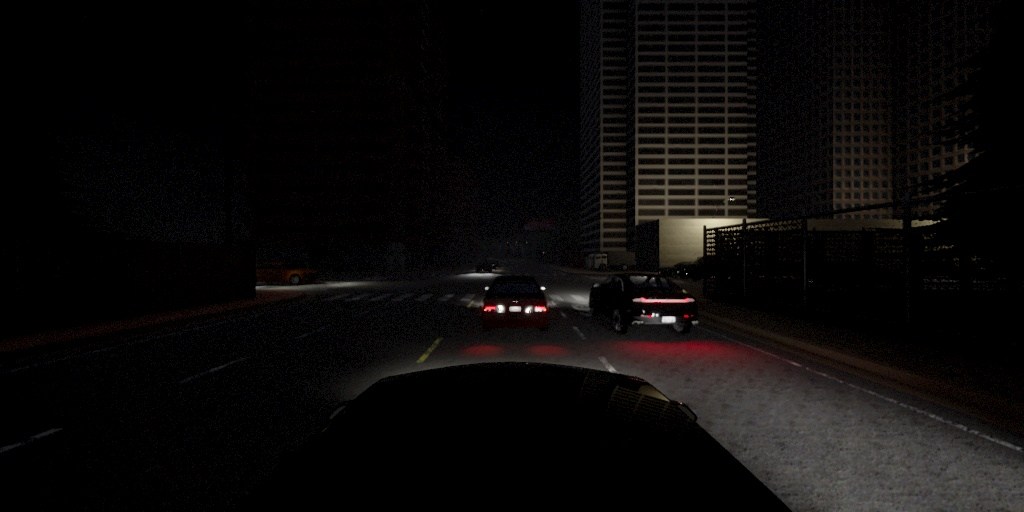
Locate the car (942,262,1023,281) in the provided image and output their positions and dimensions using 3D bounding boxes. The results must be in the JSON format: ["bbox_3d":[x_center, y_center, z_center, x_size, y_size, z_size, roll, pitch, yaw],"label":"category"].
[{"bbox_3d":[38.737,1.241,29.179,4.892,1.490,1.837,0,0,0],"label":"car"}]

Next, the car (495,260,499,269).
[{"bbox_3d":[-3.512,1.309,55.976,1.882,1.535,5.008,0,0,0],"label":"car"}]

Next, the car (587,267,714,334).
[{"bbox_3d":[3.613,1.255,10.686,2.128,1.511,4.902,0,0,0],"label":"car"}]

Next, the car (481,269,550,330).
[{"bbox_3d":[0.093,1.312,11.080,2.033,1.411,5.357,0,0,0],"label":"car"}]

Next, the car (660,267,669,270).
[{"bbox_3d":[15.898,1.246,32.676,4.892,1.490,1.837,0,0,0],"label":"car"}]

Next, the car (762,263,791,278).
[{"bbox_3d":[25.389,1.219,32.680,5.008,1.535,1.882,0,0,0],"label":"car"}]

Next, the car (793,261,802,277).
[{"bbox_3d":[26.267,1.213,29.180,5.008,1.535,1.882,0,0,0],"label":"car"}]

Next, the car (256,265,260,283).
[{"bbox_3d":[-18.702,1.077,22.171,4.553,1.767,2.097,0,0,3],"label":"car"}]

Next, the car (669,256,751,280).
[{"bbox_3d":[16.279,0.958,29.176,5.566,2.045,2.150,0,0,0],"label":"car"}]

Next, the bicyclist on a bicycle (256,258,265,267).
[{"bbox_3d":[-26.474,1.049,37.761,0.582,1.620,1.656,0,0,10],"label":"bicyclist on a bicycle"}]

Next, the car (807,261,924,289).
[{"bbox_3d":[21.463,1.216,22.029,4.902,1.511,2.128,0,0,1],"label":"car"}]

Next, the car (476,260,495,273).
[{"bbox_3d":[-3.508,1.416,45.490,1.895,1.301,4.718,0,0,0],"label":"car"}]

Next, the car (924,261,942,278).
[{"bbox_3d":[37.901,1.247,32.679,4.892,1.490,1.837,0,0,0],"label":"car"}]

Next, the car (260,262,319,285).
[{"bbox_3d":[-16.456,1.208,25.516,5.008,1.535,1.882,0,0,1],"label":"car"}]
